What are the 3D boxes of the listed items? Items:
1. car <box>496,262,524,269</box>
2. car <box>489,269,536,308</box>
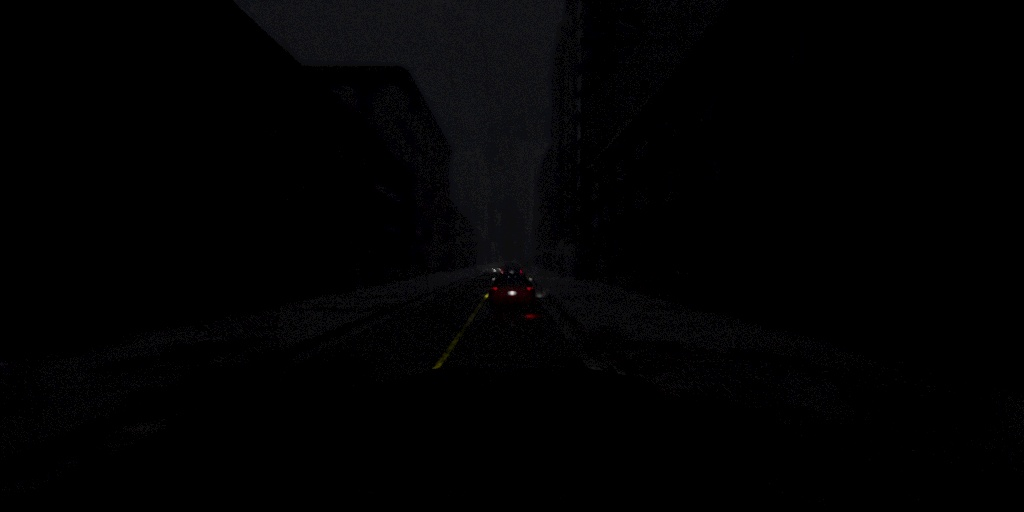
[{"bbox_3d":[0.004,1.380,30.932,2.097,1.767,4.553,0,-1,0],"label":"car"},{"bbox_3d":[0.007,1.452,16.158,1.994,1.385,4.181,0,-1,0],"label":"car"}]
